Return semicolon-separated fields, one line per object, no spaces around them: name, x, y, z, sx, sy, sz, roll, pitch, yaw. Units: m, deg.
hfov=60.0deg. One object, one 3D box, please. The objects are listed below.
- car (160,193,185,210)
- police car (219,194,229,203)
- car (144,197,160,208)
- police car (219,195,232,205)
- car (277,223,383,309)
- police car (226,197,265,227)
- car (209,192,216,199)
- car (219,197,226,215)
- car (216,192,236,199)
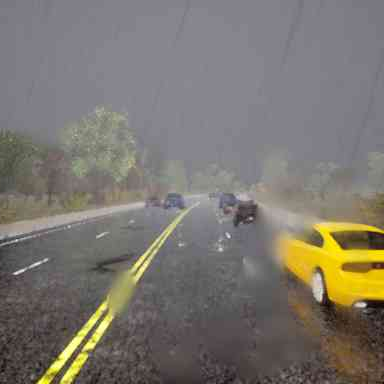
car;-2.119;1.107;40.569;2.150;2.045;5.566;0;0;3
police car;6.442;1.188;66.148;1.930;1.638;5.238;0;0;5
car;-5.094;1.396;44.933;1.812;1.442;4.674;0;0;4
police car;5.478;1.325;55.156;2.038;1.542;4.974;0;0;5
car;3.423;1.465;7.934;1.882;1.535;5.008;0;0;1
police car;3.635;1.374;22.542;1.930;1.638;5.238;0;0;2
car;5.404;0.954;87.159;1.837;1.490;4.892;0;0;8
car;4.078;1.476;33.349;1.994;1.385;4.181;0;0;3
car;4.696;1.090;44.286;2.150;2.045;5.566;0;0;4
